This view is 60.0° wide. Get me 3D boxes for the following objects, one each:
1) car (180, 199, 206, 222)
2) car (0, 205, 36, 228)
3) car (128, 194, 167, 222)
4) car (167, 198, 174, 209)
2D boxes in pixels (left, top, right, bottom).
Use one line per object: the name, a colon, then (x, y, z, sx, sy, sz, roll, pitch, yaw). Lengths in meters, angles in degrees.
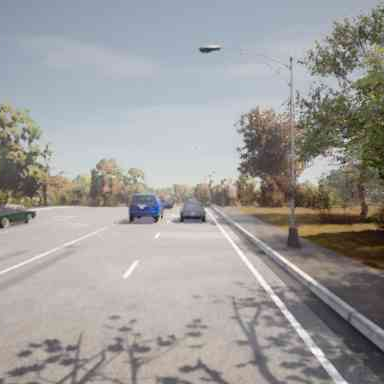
car: (0.071, 1.491, 25.777, 1.994, 1.385, 4.181, 0, 0, 0)
car: (-12.055, 1.539, 21.513, 1.895, 1.301, 4.718, 0, 0, 0)
car: (-3.434, 1.151, 25.605, 2.150, 2.045, 5.566, 0, 1, 0)
car: (-3.408, 1.444, 42.929, 1.994, 1.385, 4.181, 0, 0, 0)
